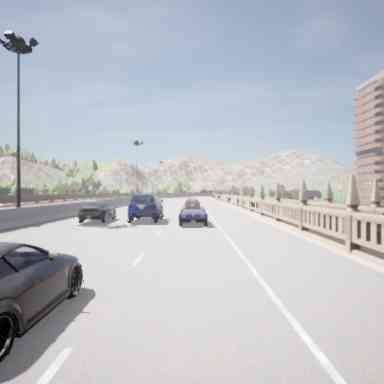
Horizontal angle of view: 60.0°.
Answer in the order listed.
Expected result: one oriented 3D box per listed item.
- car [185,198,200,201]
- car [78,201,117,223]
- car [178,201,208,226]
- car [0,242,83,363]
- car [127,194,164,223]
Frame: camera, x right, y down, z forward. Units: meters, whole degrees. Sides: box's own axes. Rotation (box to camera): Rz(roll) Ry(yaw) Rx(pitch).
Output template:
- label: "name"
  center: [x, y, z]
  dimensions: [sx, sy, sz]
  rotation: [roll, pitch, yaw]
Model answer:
- label: "car"
  center: [0.058, 1.464, 40.219]
  dimensions: [1.994, 1.385, 4.181]
  rotation: [0, 0, 0]
- label: "car"
  center: [-6.926, 1.445, 24.704]
  dimensions: [1.837, 1.490, 4.892]
  rotation: [0, 0, 0]
- label: "car"
  center: [0.077, 1.544, 22.855]
  dimensions: [1.895, 1.301, 4.718]
  rotation: [0, 0, 0]
- label: "car"
  center: [-3.410, 1.550, 5.739]
  dimensions: [1.994, 1.385, 4.181]
  rotation: [0, 0, 0]
- label: "car"
  center: [-3.426, 1.159, 25.180]
  dimensions: [2.150, 2.045, 5.566]
  rotation: [0, 0, 0]
